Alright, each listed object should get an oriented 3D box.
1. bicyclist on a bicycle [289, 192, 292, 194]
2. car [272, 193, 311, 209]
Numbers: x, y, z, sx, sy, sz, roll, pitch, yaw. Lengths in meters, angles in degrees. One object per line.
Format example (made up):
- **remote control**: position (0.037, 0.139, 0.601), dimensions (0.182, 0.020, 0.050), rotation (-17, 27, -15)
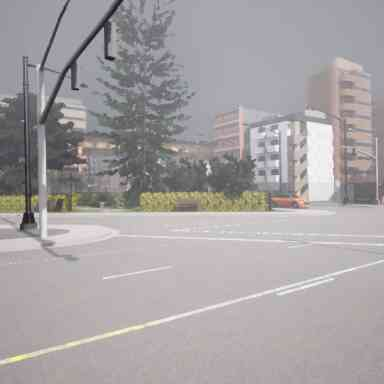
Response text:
- **bicyclist on a bicycle**: position (14.017, 0.780, 47.087), dimensions (1.656, 1.620, 0.582), rotation (-1, 1, -35)
- **car**: position (11.237, 0.959, 37.968), dimensions (2.097, 1.767, 4.553), rotation (-1, 1, -35)
